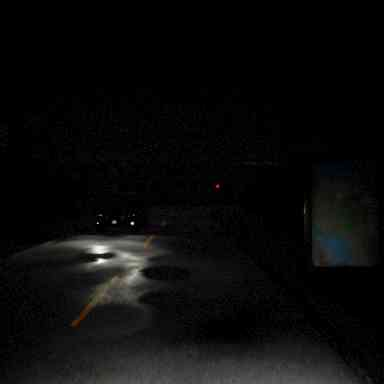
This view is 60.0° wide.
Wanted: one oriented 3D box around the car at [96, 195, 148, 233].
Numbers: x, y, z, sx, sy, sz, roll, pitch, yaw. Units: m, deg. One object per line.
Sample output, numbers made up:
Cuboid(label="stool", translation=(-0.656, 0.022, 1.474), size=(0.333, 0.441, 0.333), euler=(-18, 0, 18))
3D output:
Cuboid(label="car", translation=(-4.004, 1.202, 19.941), size=(2.150, 2.045, 5.566), euler=(0, 0, 0))
